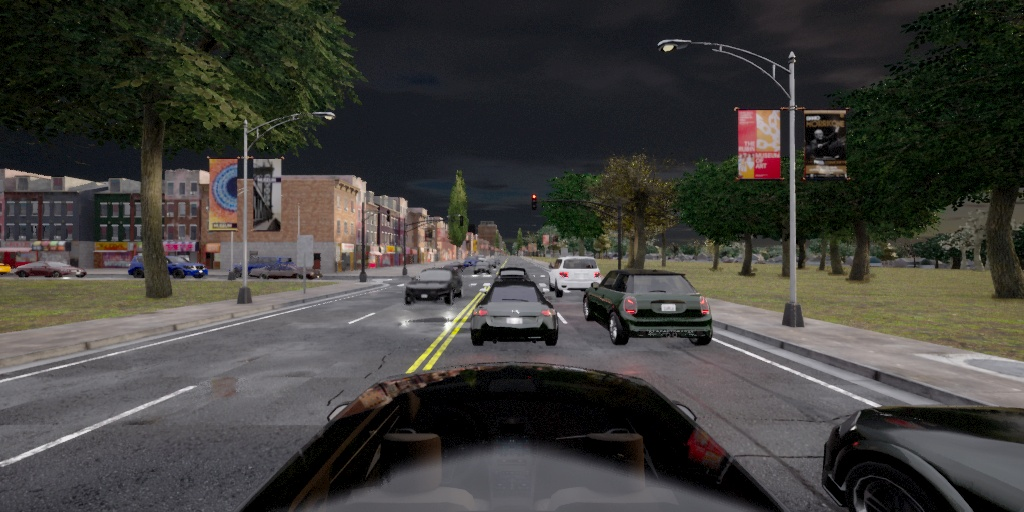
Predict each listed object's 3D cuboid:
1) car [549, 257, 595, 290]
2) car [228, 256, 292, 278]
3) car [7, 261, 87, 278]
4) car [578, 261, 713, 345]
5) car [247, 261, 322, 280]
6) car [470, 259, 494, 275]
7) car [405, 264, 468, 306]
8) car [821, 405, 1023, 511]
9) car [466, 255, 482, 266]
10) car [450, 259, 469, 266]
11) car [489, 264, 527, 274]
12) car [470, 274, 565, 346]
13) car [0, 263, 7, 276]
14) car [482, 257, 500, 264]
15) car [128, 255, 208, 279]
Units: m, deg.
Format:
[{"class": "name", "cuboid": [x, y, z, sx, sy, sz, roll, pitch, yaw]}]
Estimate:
[{"class": "car", "cuboid": [3.268, 1.054, 19.407, 2.150, 2.045, 5.566, 0, 0, 0]}, {"class": "car", "cuboid": [-23.418, 1.039, 33.738, 5.566, 2.045, 2.150, 1, 0, 2]}, {"class": "car", "cuboid": [-39.734, 1.194, 30.927, 4.674, 1.442, 1.812, 0, 0, 0]}, {"class": "car", "cuboid": [3.315, 1.121, 9.693, 2.097, 1.767, 4.553, 0, 0, 0]}, {"class": "car", "cuboid": [-19.419, 1.383, 30.892, 5.357, 1.411, 2.033, 1, 0, -3]}, {"class": "car", "cuboid": [-3.412, 1.382, 41.991, 1.837, 1.490, 4.892, 0, 0, 0]}, {"class": "car", "cuboid": [-3.374, 1.289, 16.282, 1.882, 1.535, 5.008, 0, -1, 0]}, {"class": "car", "cuboid": [3.341, 1.314, 0.966, 1.994, 1.385, 4.181, 0, 0, 0]}, {"class": "car", "cuboid": [-6.675, 0.987, 59.271, 2.150, 2.045, 5.566, 0, 0, 0]}, {"class": "car", "cuboid": [-6.873, 1.438, 42.575, 1.994, 1.385, 4.181, 0, 0, 5]}, {"class": "car", "cuboid": [0.018, 1.331, 18.409, 1.837, 1.490, 4.892, 0, 0, 0]}, {"class": "car", "cuboid": [0.063, 1.332, 9.497, 1.994, 1.385, 4.181, 0, 0, 0]}, {"class": "car", "cuboid": [-50.729, 1.111, 33.815, 5.008, 1.535, 1.882, 1, 0, 0]}, {"class": "car", "cuboid": [-3.425, 1.285, 57.488, 1.837, 1.490, 4.892, 0, 1, 0]}, {"class": "car", "cuboid": [-29.607, 0.964, 30.927, 5.566, 2.045, 2.150, 0, 0, 0]}]
